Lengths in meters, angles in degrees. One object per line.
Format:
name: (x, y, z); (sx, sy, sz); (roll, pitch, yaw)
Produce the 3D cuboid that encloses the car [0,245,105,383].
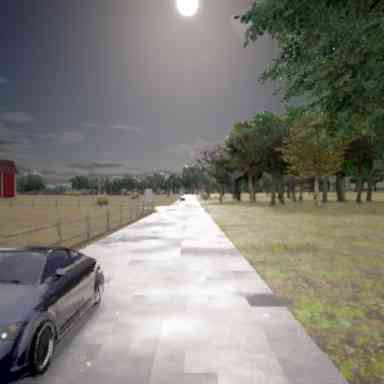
car: (-2.854, 1.622, 5.471); (1.994, 1.385, 4.181); (0, -1, 0)
